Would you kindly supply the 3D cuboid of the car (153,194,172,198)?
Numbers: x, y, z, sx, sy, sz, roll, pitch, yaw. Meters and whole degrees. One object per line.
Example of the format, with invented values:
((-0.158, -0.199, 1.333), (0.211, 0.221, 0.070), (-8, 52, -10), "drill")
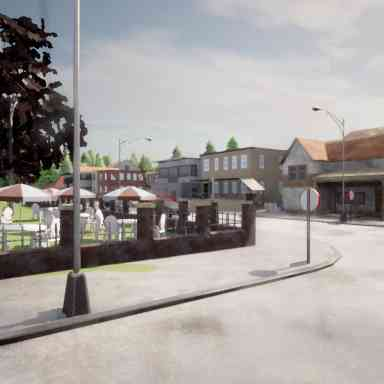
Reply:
((-4.439, 1.221, 40.988), (2.150, 2.045, 5.566), (0, 0, -35), "car")

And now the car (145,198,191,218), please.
((-2.296, 1.547, 30.745), (2.033, 1.411, 5.357), (0, 0, -35), "car")

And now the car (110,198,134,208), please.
((-10.451, 1.564, 49.437), (1.994, 1.385, 4.181), (0, 0, -35), "car")

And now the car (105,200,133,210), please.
((-9.306, 1.492, 40.616), (2.128, 1.511, 4.902), (0, 0, -35), "car")
